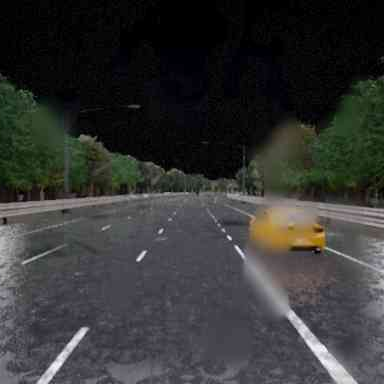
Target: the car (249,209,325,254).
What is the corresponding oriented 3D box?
[{"bbox_3d":[3.546,1.428,13.226,1.882,1.535,5.008,0,0,0],"label":"car"}]
